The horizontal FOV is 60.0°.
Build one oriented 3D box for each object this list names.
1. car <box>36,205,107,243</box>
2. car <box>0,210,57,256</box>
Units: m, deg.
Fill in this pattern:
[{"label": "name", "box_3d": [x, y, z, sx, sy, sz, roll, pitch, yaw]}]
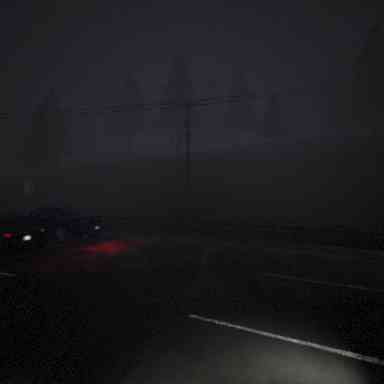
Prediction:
[{"label": "car", "box_3d": [-6.206, 1.325, 15.085, 5.008, 1.535, 1.882, 1, 0, 26]}, {"label": "car", "box_3d": [-7.107, 1.440, 11.626, 4.181, 1.385, 1.994, 0, 1, 26]}]
